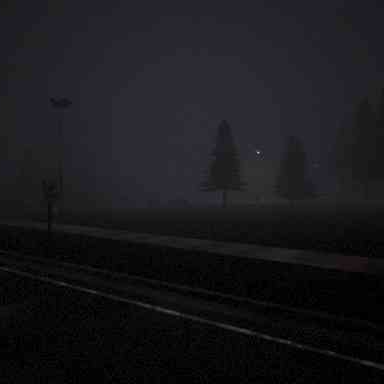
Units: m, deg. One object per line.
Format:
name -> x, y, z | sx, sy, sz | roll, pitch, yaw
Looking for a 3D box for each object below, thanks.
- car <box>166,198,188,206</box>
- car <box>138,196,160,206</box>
car -> -2.617, 1.734, 59.511 | 1.882, 1.535, 5.008 | -1, 0, 35
car -> -8.148, 1.658, 63.773 | 2.097, 1.767, 4.553 | 0, 0, 35
